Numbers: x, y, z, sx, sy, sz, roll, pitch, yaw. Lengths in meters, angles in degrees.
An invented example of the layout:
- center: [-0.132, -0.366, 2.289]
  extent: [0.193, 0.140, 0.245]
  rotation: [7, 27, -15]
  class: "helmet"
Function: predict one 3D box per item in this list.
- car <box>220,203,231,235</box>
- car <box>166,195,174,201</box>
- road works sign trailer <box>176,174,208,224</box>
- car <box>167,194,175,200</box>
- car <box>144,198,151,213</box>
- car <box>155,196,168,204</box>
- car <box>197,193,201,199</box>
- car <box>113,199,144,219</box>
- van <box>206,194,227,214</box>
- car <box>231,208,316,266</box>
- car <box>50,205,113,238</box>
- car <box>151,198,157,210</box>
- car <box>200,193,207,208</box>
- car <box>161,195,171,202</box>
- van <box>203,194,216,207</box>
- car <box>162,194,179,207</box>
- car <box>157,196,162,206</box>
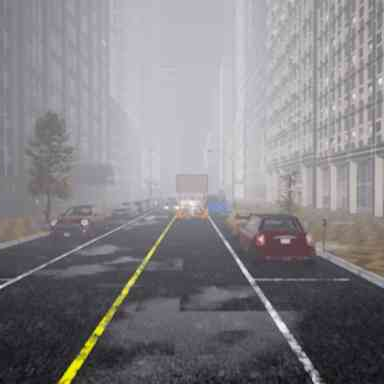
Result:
- center: [2.681, 1.504, 17.311]
  extent: [1.752, 1.417, 4.829]
  rotation: [-1, 0, 0]
  class: "car"
- center: [-5.708, 1.474, 85.344]
  extent: [1.802, 1.307, 4.206]
  rotation: [-1, 0, 0]
  class: "car"
- center: [0.015, 0.434, 24.571]
  extent: [2.380, 3.560, 2.880]
  rotation: [0, 0, 0]
  class: "road works sign trailer"
- center: [-5.710, 1.325, 91.027]
  extent: [1.967, 1.590, 4.097]
  rotation: [-1, 0, 0]
  class: "car"
- center: [-5.702, 1.523, 34.191]
  extent: [1.947, 1.339, 4.313]
  rotation: [-1, 0, 0]
  class: "car"
- center: [-5.706, 1.472, 62.610]
  extent: [2.008, 1.369, 4.403]
  rotation: [-1, 0, 0]
  class: "car"
- center: [2.674, 1.458, 73.978]
  extent: [2.008, 1.369, 4.403]
  rotation: [-1, 0, 0]
  class: "car"
- center: [-5.701, 1.515, 28.508]
  extent: [2.008, 1.369, 4.403]
  rotation: [-1, 0, 0]
  class: "car"
- center: [2.677, 1.299, 34.192]
  extent: [1.690, 1.788, 3.998]
  rotation: [-1, 0, 0]
  class: "van"
- center: [2.680, 1.426, 11.458]
  extent: [1.967, 1.590, 4.097]
  rotation: [-1, 0, 0]
  class: "car"
- center: [-5.701, 1.418, 17.141]
  extent: [1.967, 1.590, 4.097]
  rotation: [-1, 0, 0]
  class: "car"
- center: [-5.703, 1.495, 39.875]
  extent: [1.887, 1.381, 4.507]
  rotation: [-1, 0, 0]
  class: "car"
- center: [2.675, 1.258, 45.559]
  extent: [2.192, 1.841, 5.009]
  rotation: [-1, 0, 0]
  class: "car"
- center: [-5.707, 1.458, 73.976]
  extent: [2.008, 1.369, 4.403]
  rotation: [-1, 0, 0]
  class: "car"
- center: [2.674, 1.277, 51.243]
  extent: [1.690, 1.788, 3.998]
  rotation: [-1, 0, 0]
  class: "van"
- center: [-3.084, 1.462, 51.204]
  extent: [1.812, 1.442, 4.674]
  rotation: [0, 0, 0]
  class: "car"
- center: [-5.704, 1.494, 45.559]
  extent: [2.008, 1.369, 4.403]
  rotation: [-1, 0, 0]
  class: "car"
